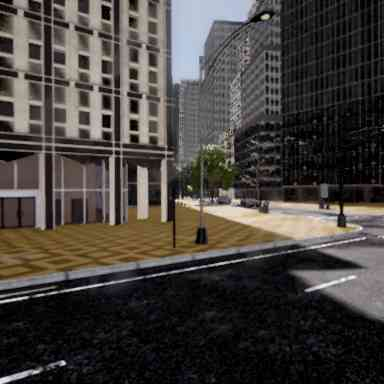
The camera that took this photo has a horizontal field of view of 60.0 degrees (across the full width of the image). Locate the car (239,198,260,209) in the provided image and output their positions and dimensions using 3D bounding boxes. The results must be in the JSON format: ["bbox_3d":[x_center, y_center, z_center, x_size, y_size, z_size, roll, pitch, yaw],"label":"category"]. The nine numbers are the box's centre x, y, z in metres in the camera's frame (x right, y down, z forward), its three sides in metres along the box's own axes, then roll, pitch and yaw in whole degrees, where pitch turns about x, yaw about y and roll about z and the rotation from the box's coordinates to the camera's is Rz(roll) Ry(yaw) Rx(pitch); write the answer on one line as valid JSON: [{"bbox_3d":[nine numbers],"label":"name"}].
[{"bbox_3d":[8.232,1.593,47.770,2.033,1.411,5.357,0,0,-7],"label":"car"}]

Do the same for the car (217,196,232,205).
[{"bbox_3d":[6.147,1.478,63.760,2.097,1.767,4.553,0,0,-7],"label":"car"}]
